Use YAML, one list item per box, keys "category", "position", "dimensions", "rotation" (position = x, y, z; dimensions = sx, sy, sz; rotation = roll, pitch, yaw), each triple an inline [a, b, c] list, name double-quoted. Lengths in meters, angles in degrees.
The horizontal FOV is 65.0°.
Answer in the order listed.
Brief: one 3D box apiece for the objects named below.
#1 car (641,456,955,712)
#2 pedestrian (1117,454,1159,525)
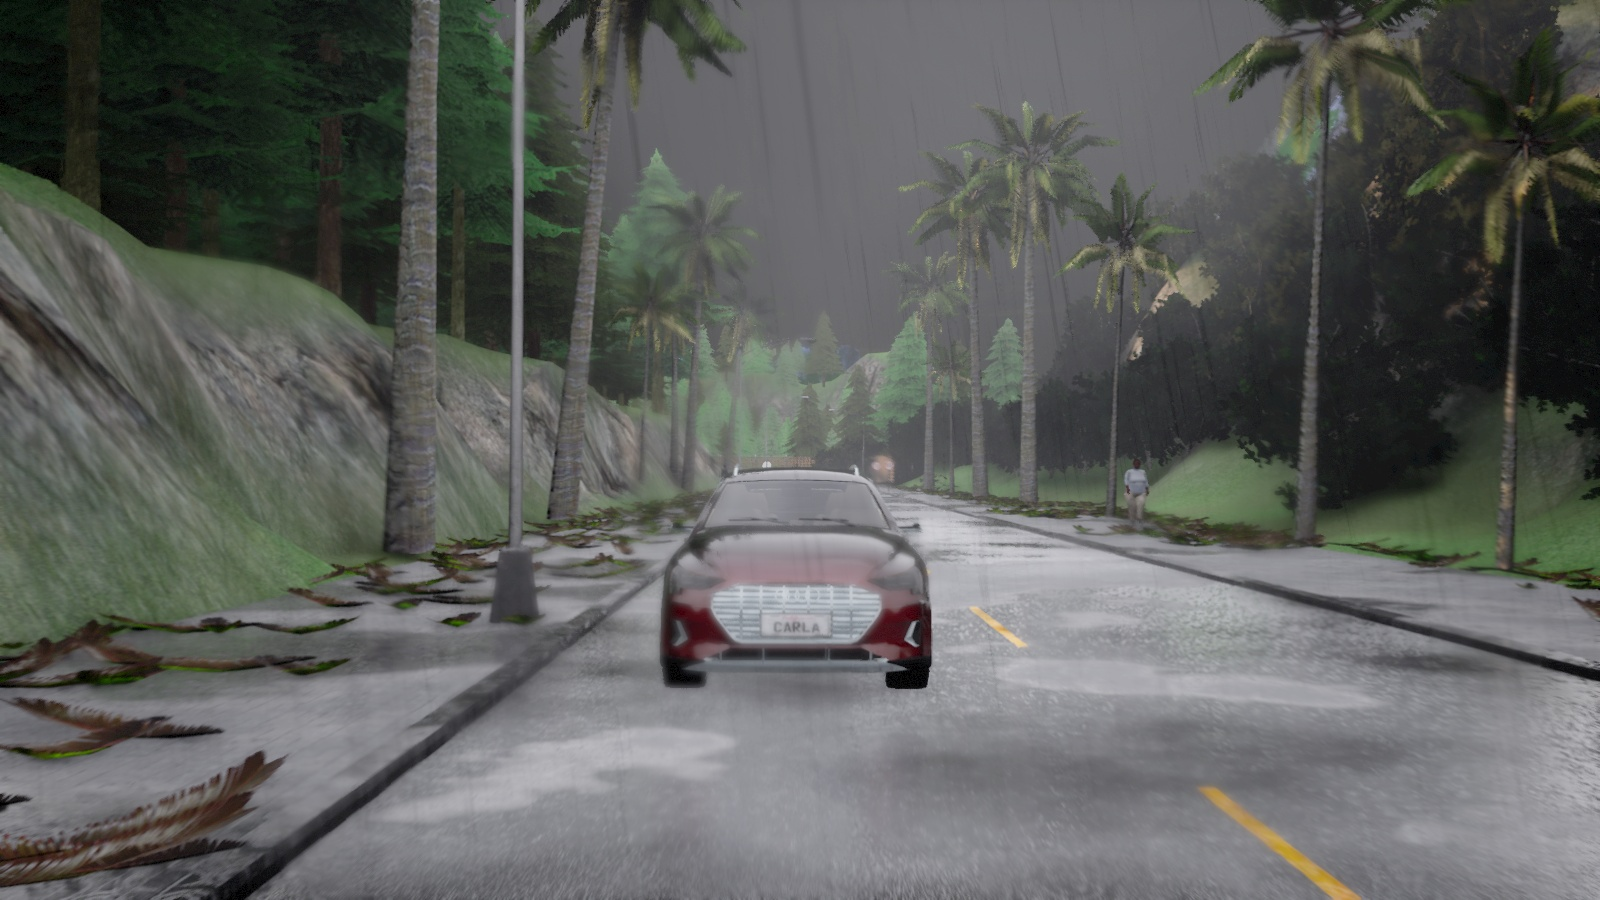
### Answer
- category: "car"
  position: [-0.022, 0.923, 10.592]
  dimensions: [2.033, 1.649, 4.856]
  rotation: [0, -1, 0]
- category: "pedestrian"
  position: [9.010, 1.044, 33.519]
  dimensions: [0.874, 1.855, 0.900]
  rotation: [0, -1, 0]
